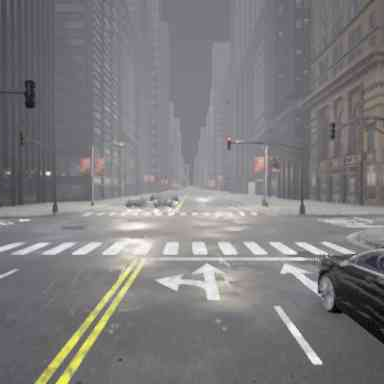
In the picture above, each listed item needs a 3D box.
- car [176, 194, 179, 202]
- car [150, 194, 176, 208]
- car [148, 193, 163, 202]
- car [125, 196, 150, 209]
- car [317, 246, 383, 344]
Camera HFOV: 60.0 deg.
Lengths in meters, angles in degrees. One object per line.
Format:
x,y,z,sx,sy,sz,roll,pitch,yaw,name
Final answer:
-3.320,0.980,60.357,2.033,1.411,5.357,0,1,0,car
-3.381,0.984,39.953,2.097,1.767,4.553,0,1,0,car
-6.570,0.980,60.333,2.033,1.411,5.357,0,1,0,car
-6.634,1.181,39.769,2.033,1.411,5.357,0,1,0,car
3.346,1.450,4.580,2.128,1.511,4.902,0,0,0,car
